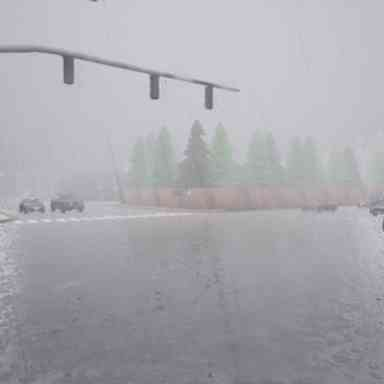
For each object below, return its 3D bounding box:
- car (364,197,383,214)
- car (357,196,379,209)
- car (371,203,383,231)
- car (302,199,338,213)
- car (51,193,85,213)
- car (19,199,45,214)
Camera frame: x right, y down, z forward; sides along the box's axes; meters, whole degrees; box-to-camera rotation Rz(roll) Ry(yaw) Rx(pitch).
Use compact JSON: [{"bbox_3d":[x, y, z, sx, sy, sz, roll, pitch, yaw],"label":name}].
[{"bbox_3d":[17.990,1.398,29.708,5.357,1.411,2.033,0,0,-35],"label":"car"},{"bbox_3d":[22.452,1.290,41.471,4.902,1.511,2.128,-1,0,-35],"label":"car"},{"bbox_3d":[10.981,1.407,15.879,4.902,1.511,2.128,0,0,-36],"label":"car"},{"bbox_3d":[13.464,1.418,35.075,4.181,1.385,1.994,0,0,-35],"label":"car"},{"bbox_3d":[-13.709,1.177,36.428,2.150,2.045,5.566,0,0,-39],"label":"car"},{"bbox_3d":[-16.664,1.463,34.631,2.128,1.511,4.902,0,0,-36],"label":"car"}]
